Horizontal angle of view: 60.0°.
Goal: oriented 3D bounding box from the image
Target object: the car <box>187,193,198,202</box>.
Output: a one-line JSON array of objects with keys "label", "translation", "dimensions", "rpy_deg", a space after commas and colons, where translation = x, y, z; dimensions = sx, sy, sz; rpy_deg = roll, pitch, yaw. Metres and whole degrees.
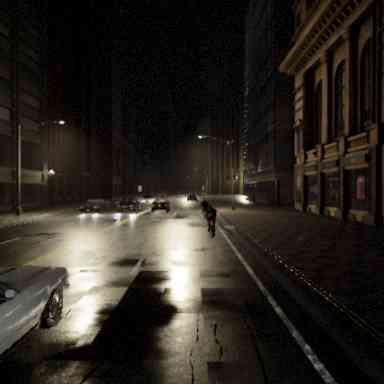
[{"label": "car", "translation": [0.054, 1.090, 62.809], "dimensions": [1.994, 1.385, 4.181], "rpy_deg": [0, 1, 0]}]

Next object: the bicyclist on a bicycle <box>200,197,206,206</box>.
[{"label": "bicyclist on a bicycle", "translation": [0.897, 1.235, 24.178], "dimensions": [0.659, 1.776, 1.843], "rpy_deg": [0, 1, 0]}]

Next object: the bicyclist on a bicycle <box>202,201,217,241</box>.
[{"label": "bicyclist on a bicycle", "translation": [0.897, 1.378, 15.252], "dimensions": [0.582, 1.620, 1.656], "rpy_deg": [0, 0, 0]}]

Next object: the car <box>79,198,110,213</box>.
[{"label": "car", "translation": [-9.845, 1.332, 34.144], "dimensions": [2.033, 1.411, 5.357], "rpy_deg": [0, 0, 0]}]

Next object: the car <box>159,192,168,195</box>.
[{"label": "car", "translation": [-6.498, 0.788, 75.819], "dimensions": [1.882, 1.535, 5.008], "rpy_deg": [0, 1, 0]}]

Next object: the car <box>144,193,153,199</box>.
[{"label": "car", "translation": [-9.748, 0.921, 74.400], "dimensions": [1.895, 1.301, 4.718], "rpy_deg": [0, 1, 0]}]

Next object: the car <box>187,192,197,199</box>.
[{"label": "car", "translation": [0.003, 0.862, 79.475], "dimensions": [2.128, 1.511, 4.902], "rpy_deg": [0, 1, 0]}]

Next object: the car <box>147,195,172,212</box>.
[{"label": "car", "translation": [-3.148, 1.327, 34.825], "dimensions": [2.033, 1.411, 5.357], "rpy_deg": [0, 0, 0]}]

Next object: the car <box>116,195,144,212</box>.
[{"label": "car", "translation": [-6.589, 1.285, 34.848], "dimensions": [1.837, 1.490, 4.892], "rpy_deg": [0, 0, 0]}]

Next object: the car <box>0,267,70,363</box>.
[{"label": "car", "translation": [-3.149, 1.585, 3.950], "dimensions": [1.895, 1.301, 4.718], "rpy_deg": [0, 0, 0]}]
